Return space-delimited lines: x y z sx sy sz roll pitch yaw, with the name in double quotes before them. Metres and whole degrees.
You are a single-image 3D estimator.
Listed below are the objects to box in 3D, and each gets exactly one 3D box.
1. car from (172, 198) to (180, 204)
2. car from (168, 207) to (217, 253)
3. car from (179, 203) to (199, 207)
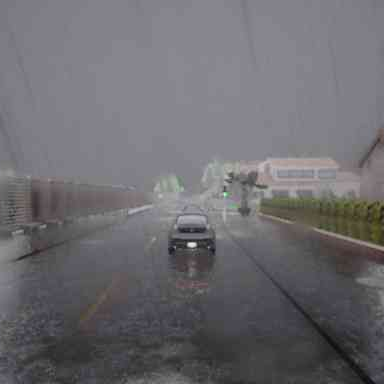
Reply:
"car" -3.981 2.353 85.388 1.994 1.385 4.181 0 -1 0
"car" 0.008 1.643 14.317 1.837 1.490 4.892 0 0 0
"car" 0.015 1.840 29.290 1.994 1.385 4.181 0 0 0
